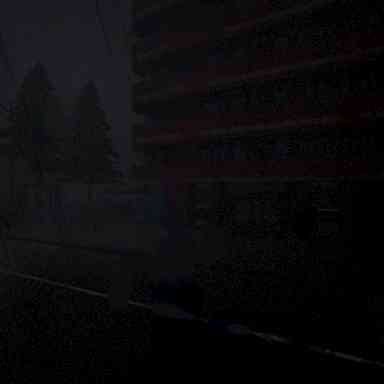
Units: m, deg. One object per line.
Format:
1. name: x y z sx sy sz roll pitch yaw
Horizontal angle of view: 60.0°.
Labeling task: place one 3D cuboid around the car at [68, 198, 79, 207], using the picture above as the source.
1. car: -16.496 1.470 50.474 1.812 1.442 4.674 0 0 36

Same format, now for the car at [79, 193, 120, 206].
1. car: -13.262 1.169 49.119 2.150 2.045 5.566 0 0 36

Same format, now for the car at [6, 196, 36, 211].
1. car: -19.332 1.545 40.262 1.895 1.301 4.718 0 0 34

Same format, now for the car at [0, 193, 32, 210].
1. car: -22.618 1.166 41.639 2.150 2.045 5.566 0 0 34

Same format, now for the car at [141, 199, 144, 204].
1. car: -7.163 1.471 60.975 4.674 1.442 1.812 -1 0 -40
